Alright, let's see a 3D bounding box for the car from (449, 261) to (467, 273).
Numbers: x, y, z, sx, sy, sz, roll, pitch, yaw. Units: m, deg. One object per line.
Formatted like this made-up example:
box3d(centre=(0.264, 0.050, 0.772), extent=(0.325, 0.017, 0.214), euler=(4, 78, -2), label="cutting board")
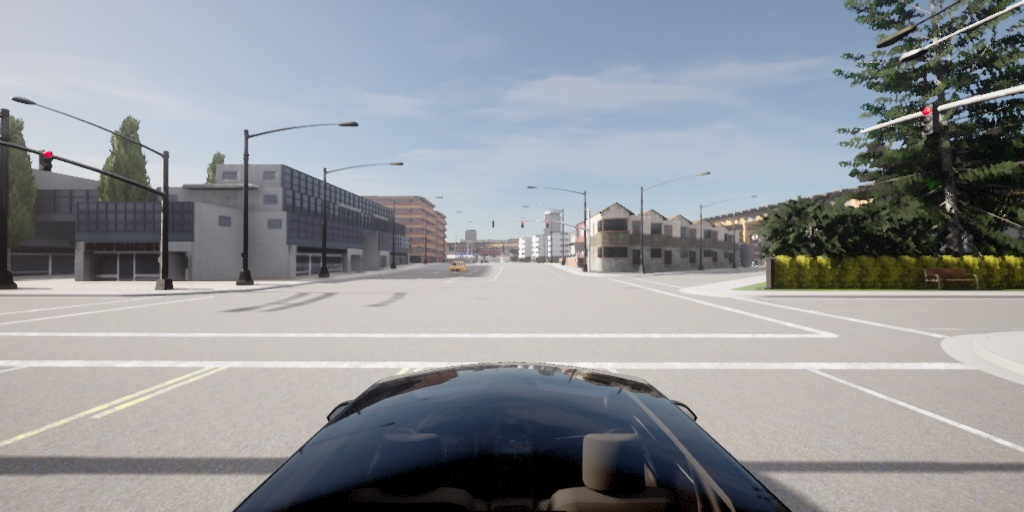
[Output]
box3d(centre=(-7.012, 1.466, 46.869), extent=(1.882, 1.535, 5.008), euler=(0, 2, 0), label="car")
